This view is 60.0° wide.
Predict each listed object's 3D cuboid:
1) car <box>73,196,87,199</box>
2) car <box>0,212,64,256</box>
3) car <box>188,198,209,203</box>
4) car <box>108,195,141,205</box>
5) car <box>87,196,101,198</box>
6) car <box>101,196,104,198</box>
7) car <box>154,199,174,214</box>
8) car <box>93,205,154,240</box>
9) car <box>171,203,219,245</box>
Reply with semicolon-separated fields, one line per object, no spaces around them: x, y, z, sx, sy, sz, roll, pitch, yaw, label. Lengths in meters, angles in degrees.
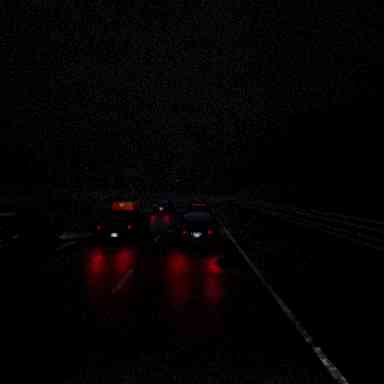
-22.513;1.430;67.572;2.033;1.411;5.357;0;0;3;car
-6.810;1.483;12.834;2.033;1.411;5.357;0;0;1;car
0.612;1.380;32.921;2.128;1.511;4.902;0;0;2;car
-6.396;1.235;32.719;2.097;1.767;4.553;0;0;2;car
-19.022;1.490;67.319;1.895;1.301;4.718;0;0;3;car
-15.640;1.375;65.210;1.882;1.535;5.008;0;0;3;car
-2.858;1.411;33.958;1.812;1.442;4.674;0;0;2;car
-3.259;1.523;16.334;1.895;1.301;4.718;0;0;1;car
0.225;1.454;15.126;1.812;1.442;4.674;0;0;1;car
